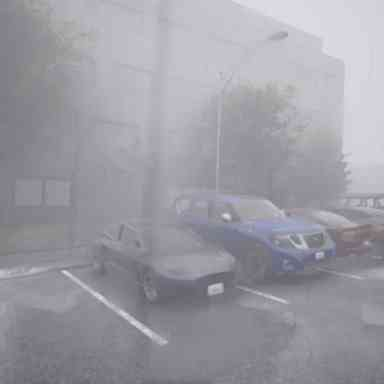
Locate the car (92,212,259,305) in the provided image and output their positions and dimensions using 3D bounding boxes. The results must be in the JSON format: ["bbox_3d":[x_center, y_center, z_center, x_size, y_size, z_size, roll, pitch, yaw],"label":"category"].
[{"bbox_3d":[-0.941,1.437,8.261,2.163,1.488,4.792,-1,1,-36],"label":"car"}]

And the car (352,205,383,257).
[{"bbox_3d":[3.541,1.309,11.495,2.097,1.535,5.008,-1,1,-36],"label":"car"}]

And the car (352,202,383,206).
[{"bbox_3d":[5.829,1.307,13.164,2.163,1.488,4.792,-1,0,-36],"label":"car"}]

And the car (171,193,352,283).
[{"bbox_3d":[1.328,1.104,9.881,2.435,2.045,5.566,-1,1,-36],"label":"car"}]

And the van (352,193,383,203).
[{"bbox_3d":[8.045,1.043,14.853,1.878,1.987,4.442,0,0,-36],"label":"van"}]
